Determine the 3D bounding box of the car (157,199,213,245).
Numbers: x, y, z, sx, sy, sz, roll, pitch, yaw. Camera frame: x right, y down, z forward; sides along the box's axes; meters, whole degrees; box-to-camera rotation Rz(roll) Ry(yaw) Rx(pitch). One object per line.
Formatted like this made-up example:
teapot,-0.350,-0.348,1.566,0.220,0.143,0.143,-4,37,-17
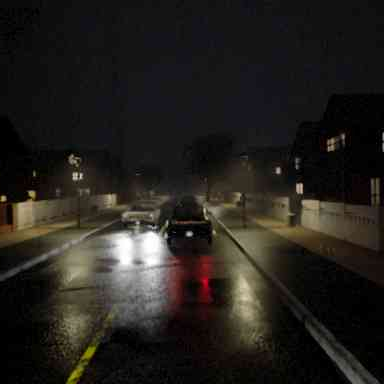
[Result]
car,-0.114,1.304,14.600,2.128,1.511,4.902,-1,1,0

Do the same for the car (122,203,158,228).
car,-3.004,1.372,20.456,1.895,1.301,4.718,-1,1,-1

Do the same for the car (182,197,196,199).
car,-0.330,1.143,31.456,2.033,1.411,5.357,-1,1,0
